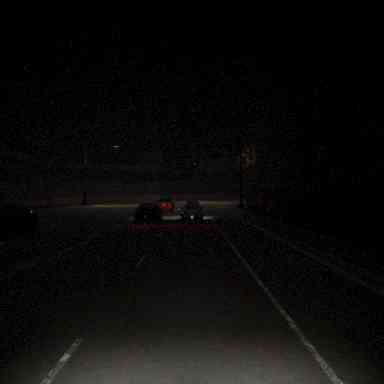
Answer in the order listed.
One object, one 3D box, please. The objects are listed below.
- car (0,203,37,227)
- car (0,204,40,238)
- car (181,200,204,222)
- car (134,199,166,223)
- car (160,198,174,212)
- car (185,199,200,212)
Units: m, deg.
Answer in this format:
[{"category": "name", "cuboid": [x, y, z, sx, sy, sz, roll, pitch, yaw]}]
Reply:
[{"category": "car", "cuboid": [-14.040, 1.674, 25.344, 2.128, 1.511, 4.902, 0, 0, 1]}, {"category": "car", "cuboid": [-10.503, 1.652, 18.944, 2.128, 1.511, 4.902, 0, 0, 0]}, {"category": "car", "cuboid": [0.013, 1.699, 27.813, 1.812, 1.442, 4.674, 0, 0, 0]}, {"category": "car", "cuboid": [-3.488, 1.653, 27.242, 1.882, 1.535, 5.008, 0, 0, 0]}, {"category": "car", "cuboid": [-3.431, 1.570, 42.949, 2.097, 1.767, 4.553, 0, 0, 1]}, {"category": "car", "cuboid": [0.077, 1.744, 44.089, 1.812, 1.442, 4.674, 0, 0, 1]}]
